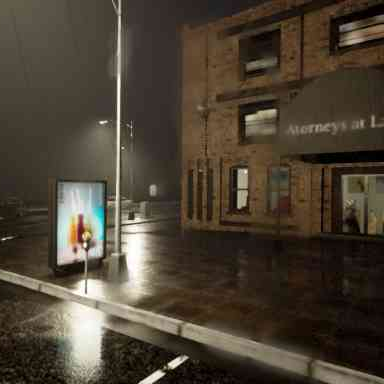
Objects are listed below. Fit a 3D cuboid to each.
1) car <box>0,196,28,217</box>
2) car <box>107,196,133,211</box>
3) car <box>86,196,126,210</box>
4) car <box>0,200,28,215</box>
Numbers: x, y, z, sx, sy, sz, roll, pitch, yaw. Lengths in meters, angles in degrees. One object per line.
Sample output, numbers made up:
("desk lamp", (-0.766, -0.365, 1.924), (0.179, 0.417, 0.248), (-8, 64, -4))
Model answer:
("car", (-16.006, 1.226, 27.136), (2.097, 1.767, 4.553), (1, 1, 35))
("car", (-8.634, 1.323, 37.343), (1.812, 1.442, 4.674), (1, 1, 36))
("car", (-10.385, 1.273, 40.459), (1.812, 1.442, 4.674), (1, 1, 36))
("car", (-17.745, 1.423, 30.348), (1.895, 1.301, 4.718), (1, 1, 33))
